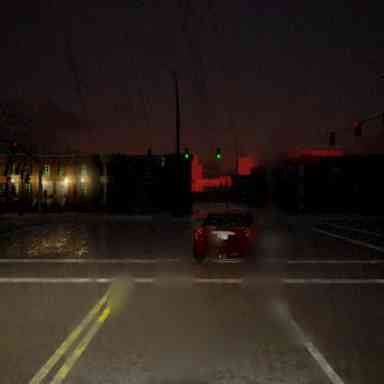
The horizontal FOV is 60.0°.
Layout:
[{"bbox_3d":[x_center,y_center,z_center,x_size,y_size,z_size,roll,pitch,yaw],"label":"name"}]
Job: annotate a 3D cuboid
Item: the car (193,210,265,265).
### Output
[{"bbox_3d":[1.557,1.445,12.459,2.097,1.767,4.553,0,-1,16],"label":"car"}]
